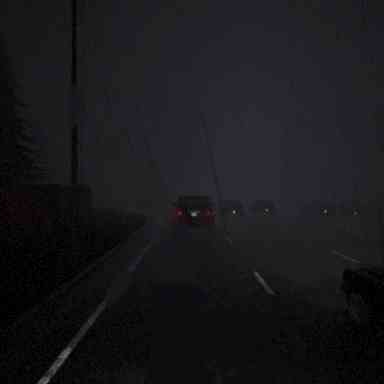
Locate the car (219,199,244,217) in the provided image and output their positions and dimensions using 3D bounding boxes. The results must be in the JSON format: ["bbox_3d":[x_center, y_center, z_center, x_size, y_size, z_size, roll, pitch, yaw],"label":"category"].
[{"bbox_3d":[3.595,1.445,30.763,1.837,1.490,4.892,0,0,0],"label":"car"}]

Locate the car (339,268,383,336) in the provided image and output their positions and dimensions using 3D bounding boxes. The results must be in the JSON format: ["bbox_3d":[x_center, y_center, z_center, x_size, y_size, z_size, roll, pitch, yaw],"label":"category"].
[{"bbox_3d":[3.599,1.593,3.913,1.895,1.301,4.718,0,0,0],"label":"car"}]

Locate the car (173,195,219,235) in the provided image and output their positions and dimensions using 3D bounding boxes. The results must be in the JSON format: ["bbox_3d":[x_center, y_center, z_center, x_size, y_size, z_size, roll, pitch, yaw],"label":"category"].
[{"bbox_3d":[0.096,1.184,18.741,2.150,2.045,5.566,0,0,0],"label":"car"}]

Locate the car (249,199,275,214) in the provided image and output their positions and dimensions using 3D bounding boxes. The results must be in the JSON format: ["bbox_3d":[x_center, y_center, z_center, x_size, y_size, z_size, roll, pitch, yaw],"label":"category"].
[{"bbox_3d":[7.096,1.439,34.028,1.837,1.490,4.892,0,0,0],"label":"car"}]

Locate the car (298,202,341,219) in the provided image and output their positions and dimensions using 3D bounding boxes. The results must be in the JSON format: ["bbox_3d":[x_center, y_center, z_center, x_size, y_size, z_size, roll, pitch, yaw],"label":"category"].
[{"bbox_3d":[10.595,1.509,28.430,1.994,1.385,4.181,0,0,0],"label":"car"}]

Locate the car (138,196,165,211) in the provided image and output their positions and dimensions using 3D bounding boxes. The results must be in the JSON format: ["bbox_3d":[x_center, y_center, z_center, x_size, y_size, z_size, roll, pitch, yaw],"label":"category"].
[{"bbox_3d":[-4.890,1.276,39.611,2.097,1.767,4.553,0,0,-28],"label":"car"}]

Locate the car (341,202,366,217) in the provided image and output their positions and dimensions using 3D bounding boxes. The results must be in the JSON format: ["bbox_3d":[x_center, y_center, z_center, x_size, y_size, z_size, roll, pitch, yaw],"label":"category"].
[{"bbox_3d":[14.095,1.542,30.891,1.895,1.301,4.718,0,0,0],"label":"car"}]
